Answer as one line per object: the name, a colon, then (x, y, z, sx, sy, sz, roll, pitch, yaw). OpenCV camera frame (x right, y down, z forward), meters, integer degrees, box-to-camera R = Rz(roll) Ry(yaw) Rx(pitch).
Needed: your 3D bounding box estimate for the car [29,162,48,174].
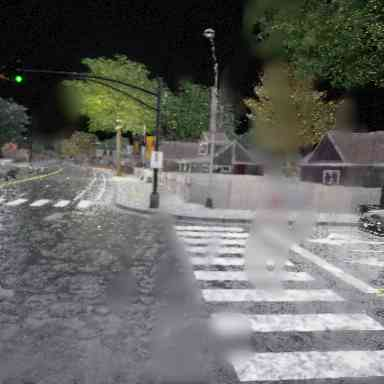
car: (-22.938, -3.642, 49.888, 2.097, 1.767, 4.553, 2, 5, -16)

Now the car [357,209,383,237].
car: (8.494, 1.019, 11.920, 4.892, 1.490, 1.837, 2, 4, -7)

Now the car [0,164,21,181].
car: (-18.106, -1.896, 31.948, 2.128, 1.511, 4.902, 2, 5, -14)

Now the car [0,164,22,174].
car: (-25.283, -3.236, 46.266, 1.895, 1.301, 4.718, 2, 5, -16)
